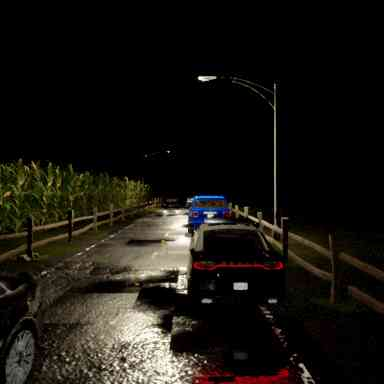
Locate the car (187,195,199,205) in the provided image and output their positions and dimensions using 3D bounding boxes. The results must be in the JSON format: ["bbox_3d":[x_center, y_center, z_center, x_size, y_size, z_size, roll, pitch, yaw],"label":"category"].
[{"bbox_3d":[0.168,1.405,60.182,2.097,1.767,4.553,0,0,0],"label":"car"}]

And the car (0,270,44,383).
[{"bbox_3d":[-2.844,1.491,2.389,2.128,1.511,4.902,0,0,0],"label":"car"}]

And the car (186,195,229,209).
[{"bbox_3d":[0.875,1.224,18.251,2.150,2.045,5.566,0,0,0],"label":"car"}]

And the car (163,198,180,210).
[{"bbox_3d":[-2.629,1.492,43.142,1.882,1.535,5.008,0,0,0],"label":"car"}]

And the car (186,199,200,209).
[{"bbox_3d":[0.157,1.622,46.281,1.895,1.301,4.718,0,0,1],"label":"car"}]

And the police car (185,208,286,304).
[{"bbox_3d":[0.848,1.425,8.331,1.930,1.638,5.238,0,0,0],"label":"police car"}]

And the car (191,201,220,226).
[{"bbox_3d":[0.892,1.477,24.221,1.882,1.535,5.008,0,0,0],"label":"car"}]
